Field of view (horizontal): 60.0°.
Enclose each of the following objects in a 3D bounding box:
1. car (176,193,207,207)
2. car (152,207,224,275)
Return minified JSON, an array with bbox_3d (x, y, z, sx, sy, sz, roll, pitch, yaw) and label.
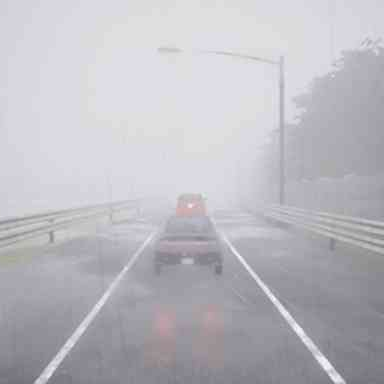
[{"bbox_3d":[-0.022,1.076,25.829,2.150,2.045,5.566,0,1,2],"label":"car"},{"bbox_3d":[-0.077,1.432,10.250,2.128,1.511,4.902,0,0,1],"label":"car"}]
